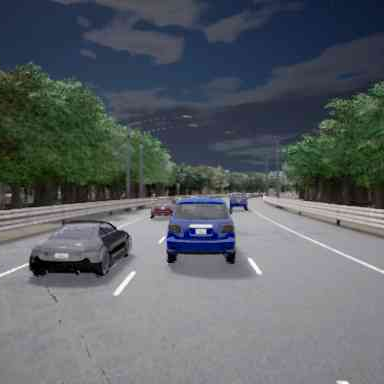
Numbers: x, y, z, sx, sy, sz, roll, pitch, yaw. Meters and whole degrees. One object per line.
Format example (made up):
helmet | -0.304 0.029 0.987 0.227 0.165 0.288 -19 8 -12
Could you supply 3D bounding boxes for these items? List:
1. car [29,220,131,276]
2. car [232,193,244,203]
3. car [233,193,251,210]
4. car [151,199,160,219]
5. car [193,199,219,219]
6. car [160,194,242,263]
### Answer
car | -3.203 1.559 10.326 1.994 1.385 4.181 0 0 2
car | 9.391 1.184 67.324 2.150 2.045 5.566 0 0 10
car | 5.847 1.199 42.134 2.150 2.045 5.566 0 0 6
car | -2.229 1.342 29.280 2.097 1.767 4.553 0 0 4
car | 1.316 1.485 29.783 2.128 1.511 4.902 0 0 4
car | 0.339 1.220 12.168 2.150 2.045 5.566 0 0 2
